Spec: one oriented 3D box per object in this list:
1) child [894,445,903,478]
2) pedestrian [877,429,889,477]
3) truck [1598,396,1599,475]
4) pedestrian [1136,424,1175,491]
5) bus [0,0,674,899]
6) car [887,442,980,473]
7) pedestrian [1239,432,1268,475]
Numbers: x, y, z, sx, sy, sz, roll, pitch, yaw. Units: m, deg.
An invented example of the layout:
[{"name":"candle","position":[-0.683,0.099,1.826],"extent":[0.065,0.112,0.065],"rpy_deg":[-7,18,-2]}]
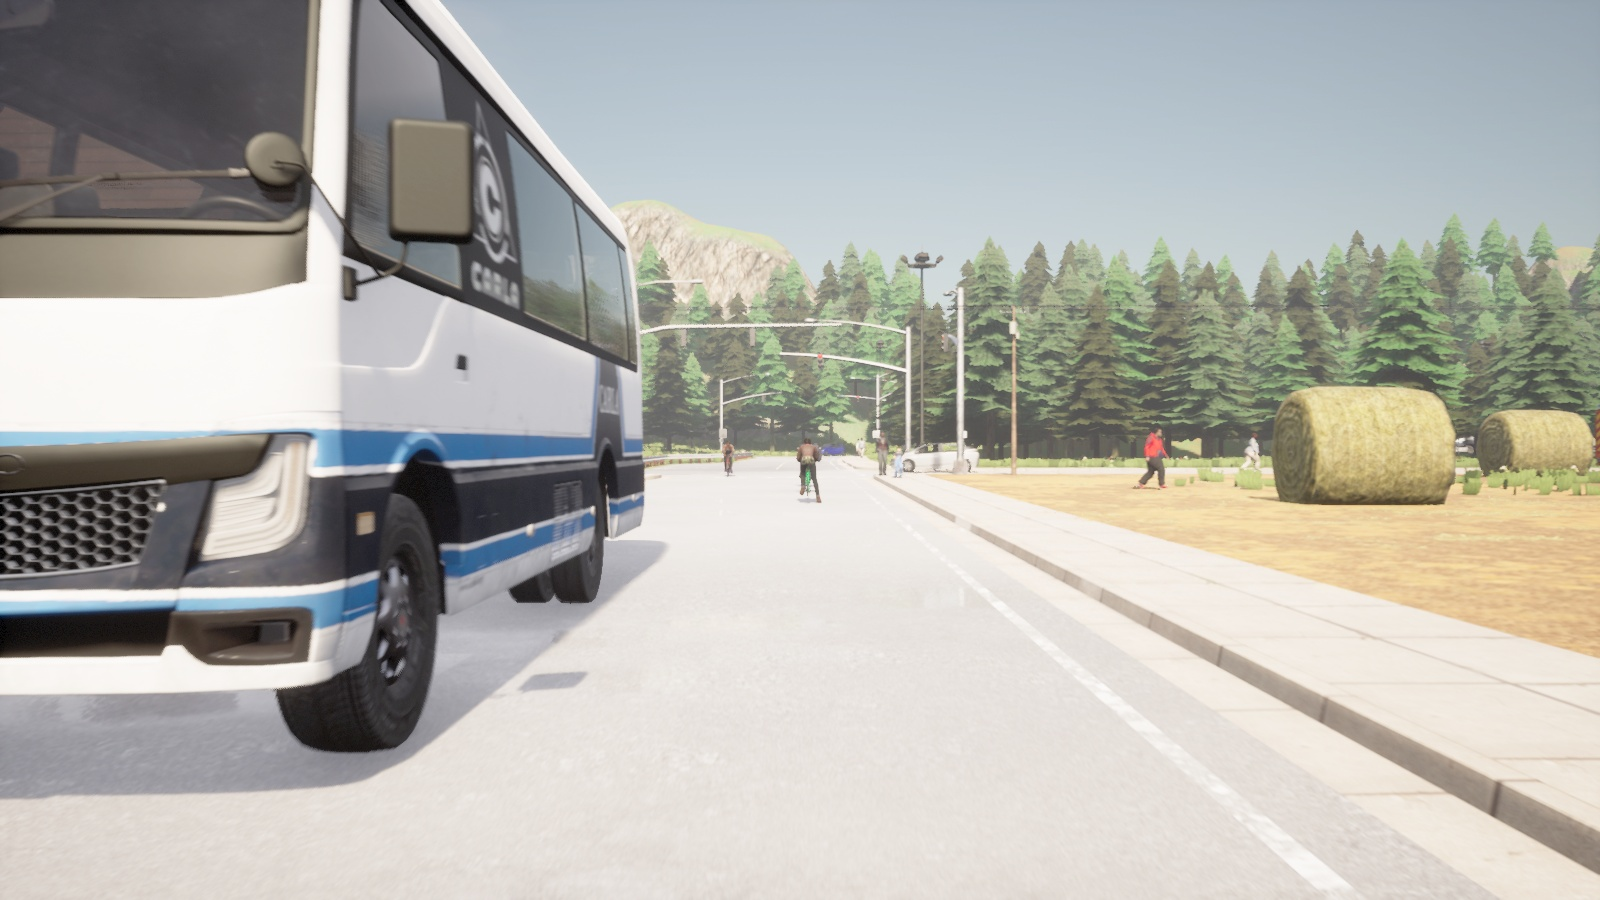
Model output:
[{"name":"child","position":[3.731,0.424,47.462],"extent":[0.270,1.263,0.437],"rpy_deg":[0,0,-7]},{"name":"pedestrian","position":[3.331,0.127,50.435],"extent":[0.402,1.930,0.666],"rpy_deg":[0,0,-4]},{"name":"truck","position":[42.647,-0.689,58.962],"extent":[8.468,3.827,2.891],"rpy_deg":[0,0,1]},{"name":"pedestrian","position":[10.036,0.205,35.420],"extent":[0.899,1.844,0.634],"rpy_deg":[0,0,36]},{"name":"bus","position":[-3.431,-0.681,9.005],"extent":[3.944,4.253,10.273],"rpy_deg":[0,0,0]},{"name":"car","position":[6.710,0.368,63.318],"extent":[4.514,1.525,2.007],"rpy_deg":[0,0,1]},{"name":"pedestrian","position":[19.728,0.129,54.635],"extent":[0.900,1.855,0.874],"rpy_deg":[0,0,-1]}]
